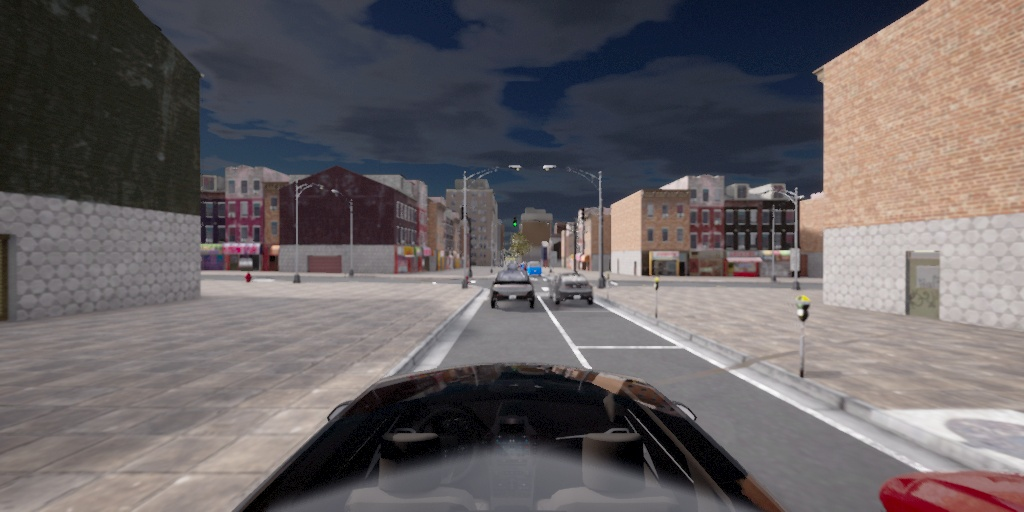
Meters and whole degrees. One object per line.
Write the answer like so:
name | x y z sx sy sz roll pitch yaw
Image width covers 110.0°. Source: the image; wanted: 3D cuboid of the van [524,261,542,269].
van | 2.710 1.590 43.730 1.690 1.789 3.998 0 0 0

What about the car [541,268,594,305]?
car | 2.663 1.452 16.777 2.007 1.370 4.403 0 0 0

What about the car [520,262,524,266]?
car | 2.728 1.724 54.310 2.192 1.841 5.009 0 0 0

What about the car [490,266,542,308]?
car | 0.022 1.387 16.143 2.128 1.511 4.902 0 -1 0
